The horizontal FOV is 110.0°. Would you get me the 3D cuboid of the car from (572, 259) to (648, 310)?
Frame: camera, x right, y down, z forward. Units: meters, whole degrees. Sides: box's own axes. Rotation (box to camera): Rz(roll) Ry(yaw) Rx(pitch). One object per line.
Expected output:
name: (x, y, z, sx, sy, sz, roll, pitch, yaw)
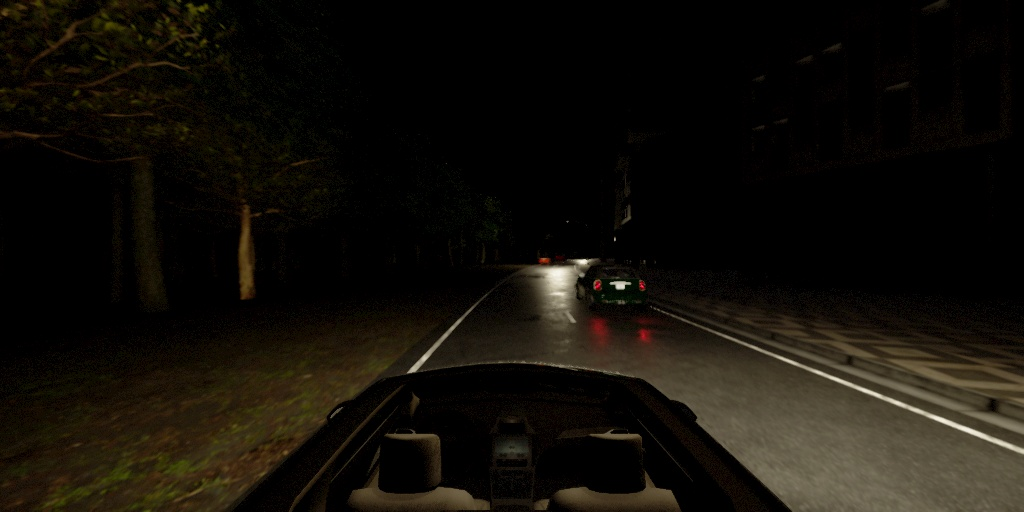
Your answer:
car: (3.925, 1.113, 14.848, 2.097, 1.767, 4.553, 0, 0, 2)
